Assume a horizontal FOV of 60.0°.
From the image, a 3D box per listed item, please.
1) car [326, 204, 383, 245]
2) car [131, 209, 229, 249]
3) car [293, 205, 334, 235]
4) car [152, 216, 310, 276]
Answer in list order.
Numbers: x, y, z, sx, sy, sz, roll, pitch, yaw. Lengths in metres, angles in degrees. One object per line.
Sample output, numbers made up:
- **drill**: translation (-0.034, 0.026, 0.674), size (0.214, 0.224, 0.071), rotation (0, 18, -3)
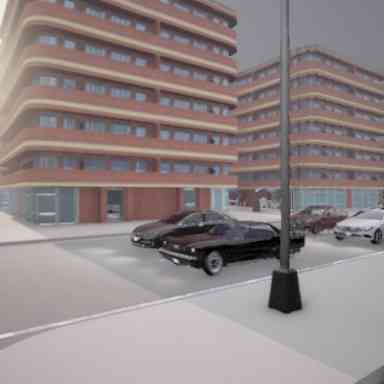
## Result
- **car**: translation (8.608, 1.513, 15.650), size (4.674, 1.442, 1.812), rotation (0, 0, -35)
- **car**: translation (-0.108, 1.498, 13.734), size (4.892, 1.490, 1.837), rotation (0, 0, -35)
- **car**: translation (7.331, 1.512, 19.034), size (4.674, 1.442, 1.812), rotation (0, 0, -35)
- **car**: translation (1.373, 1.595, 10.487), size (4.718, 1.301, 1.895), rotation (0, 0, -35)
